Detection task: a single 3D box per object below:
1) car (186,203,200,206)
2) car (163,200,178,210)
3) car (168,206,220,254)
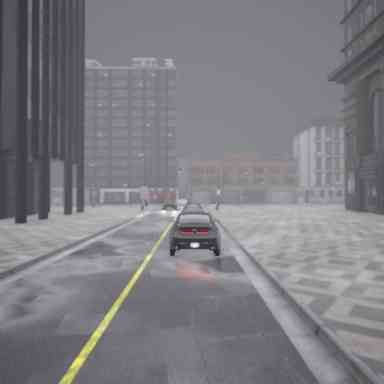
[{"bbox_3d":[0.096,1.671,29.189,1.994,1.385,4.181,0,0,0],"label":"car"},{"bbox_3d":[-3.007,1.802,46.293,1.895,1.301,4.718,0,0,0],"label":"car"},{"bbox_3d":[0.097,1.544,13.590,1.837,1.490,4.892,0,0,0],"label":"car"}]
